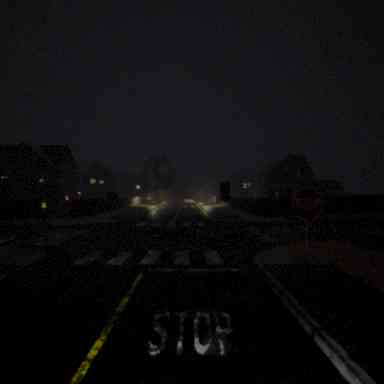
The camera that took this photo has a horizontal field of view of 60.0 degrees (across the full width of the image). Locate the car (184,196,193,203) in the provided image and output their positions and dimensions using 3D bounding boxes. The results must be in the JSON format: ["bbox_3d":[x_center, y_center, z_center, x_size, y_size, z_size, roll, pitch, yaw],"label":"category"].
[{"bbox_3d":[-0.736,1.530,71.270,1.882,1.535,5.008,0,0,-2],"label":"car"}]

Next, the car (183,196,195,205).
[{"bbox_3d":[-0.571,1.669,61.244,1.812,1.442,4.674,0,0,-1],"label":"car"}]
